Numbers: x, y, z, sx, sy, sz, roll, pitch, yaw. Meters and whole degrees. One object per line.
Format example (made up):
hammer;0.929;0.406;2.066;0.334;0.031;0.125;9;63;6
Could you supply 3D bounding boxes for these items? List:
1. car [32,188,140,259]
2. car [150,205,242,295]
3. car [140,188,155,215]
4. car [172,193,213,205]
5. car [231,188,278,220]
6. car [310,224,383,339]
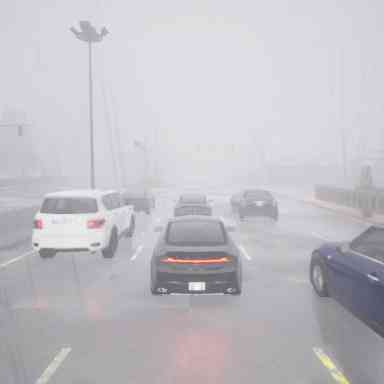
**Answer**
car;-3.442;0.903;11.592;2.150;2.045;5.566;0;3;0
car;0.076;1.335;8.321;1.837;1.490;4.892;0;2;0
car;-3.494;0.497;21.538;1.882;1.535;5.008;0;4;0
car;0.029;0.809;17.523;1.837;1.490;4.892;0;4;0
car;3.520;0.520;19.477;2.097;1.767;4.553;0;4;0
car;3.585;1.277;5.318;2.097;1.767;4.553;0;1;0
